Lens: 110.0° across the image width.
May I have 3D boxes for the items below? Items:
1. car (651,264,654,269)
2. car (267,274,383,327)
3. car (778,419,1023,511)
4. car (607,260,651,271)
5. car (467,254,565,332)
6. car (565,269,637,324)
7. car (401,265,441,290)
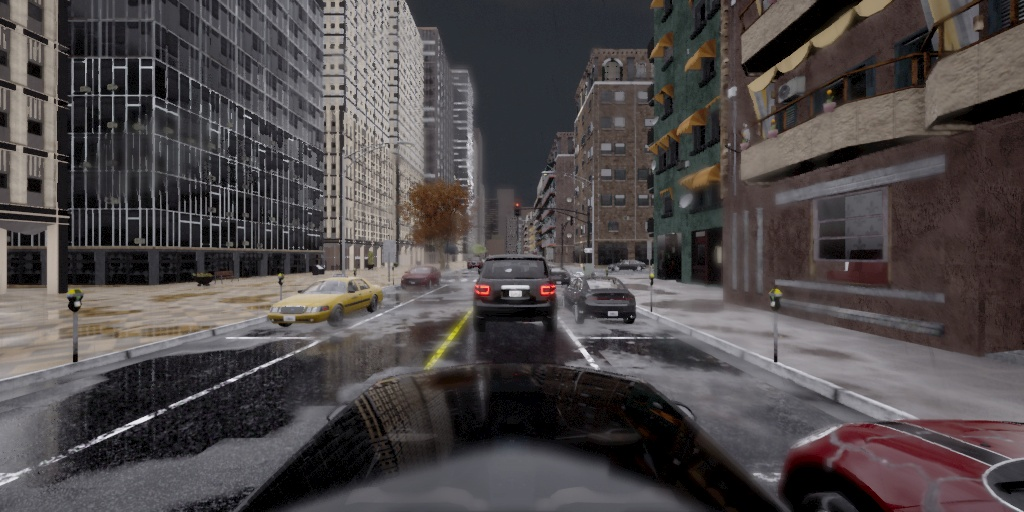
[{"bbox_3d":[18.849,1.007,42.269,4.829,1.417,1.751,0,0,-1],"label":"car"},{"bbox_3d":[-5.687,1.276,11.574,1.751,1.417,4.829,0,0,0],"label":"car"},{"bbox_3d":[2.687,1.190,0.675,1.967,1.591,4.097,0,0,0],"label":"car"},{"bbox_3d":[13.452,1.109,42.217,4.403,1.370,2.007,0,0,-1],"label":"car"},{"bbox_3d":[0.094,0.972,11.018,2.150,2.045,5.566,0,0,0],"label":"car"},{"bbox_3d":[2.693,1.301,11.740,2.007,1.370,4.403,0,0,0],"label":"car"},{"bbox_3d":[-5.683,1.300,22.810,1.888,1.381,4.507,0,0,0],"label":"car"}]
